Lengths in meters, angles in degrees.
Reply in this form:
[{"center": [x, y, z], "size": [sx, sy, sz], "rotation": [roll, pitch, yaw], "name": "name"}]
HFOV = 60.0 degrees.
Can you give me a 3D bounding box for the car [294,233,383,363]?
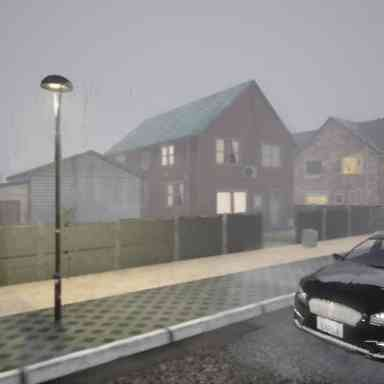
[{"center": [3.797, 1.497, 5.747], "size": [4.902, 1.511, 2.128], "rotation": [0, 0, -35], "name": "car"}]
